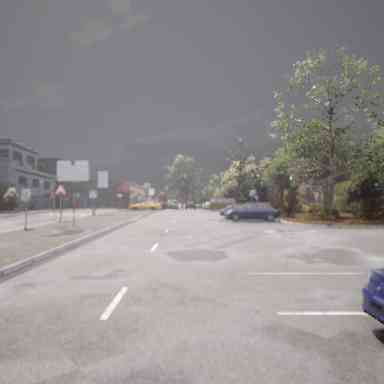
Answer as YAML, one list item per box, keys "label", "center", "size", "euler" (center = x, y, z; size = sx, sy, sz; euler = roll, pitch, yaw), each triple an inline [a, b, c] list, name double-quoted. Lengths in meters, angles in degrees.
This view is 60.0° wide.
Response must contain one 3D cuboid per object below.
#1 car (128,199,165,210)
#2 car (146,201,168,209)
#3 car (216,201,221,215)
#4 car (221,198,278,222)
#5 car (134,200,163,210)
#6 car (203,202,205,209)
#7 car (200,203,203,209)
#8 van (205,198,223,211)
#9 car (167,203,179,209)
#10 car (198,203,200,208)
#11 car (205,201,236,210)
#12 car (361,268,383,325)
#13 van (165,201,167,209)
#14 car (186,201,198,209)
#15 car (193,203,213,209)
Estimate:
- label: "car"
  center: [-7.558, 2.233, 53.875]
  size: [5.366, 1.575, 1.946]
  euler: [0, -2, 0]
- label: "car"
  center: [-7.532, 2.759, 71.967]
  size: [4.553, 1.767, 2.185]
  euler: [0, -2, -1]
- label: "car"
  center: [5.048, 1.888, 32.543]
  size: [4.674, 1.452, 2.002]
  euler: [0, -1, 0]
- label: "car"
  center: [5.121, 1.685, 29.375]
  size: [4.553, 1.767, 2.185]
  euler: [0, -1, 0]
- label: "car"
  center: [-7.367, 2.194, 56.797]
  size: [4.553, 1.767, 2.185]
  euler: [0, -2, 0]
- label: "car"
  center: [5.061, 2.300, 56.128]
  size: [5.366, 1.575, 1.946]
  euler: [0, -2, 0]
- label: "car"
  center: [4.776, 2.331, 64.508]
  size: [5.566, 2.045, 2.435]
  euler: [0, -2, -1]
- label: "van"
  center: [4.783, 1.998, 53.339]
  size: [4.442, 1.987, 1.878]
  euler: [0, -2, 0]
- label: "car"
  center: [-3.557, 2.671, 63.536]
  size: [1.895, 1.301, 4.718]
  euler: [0, -2, 0]
- label: "car"
  center: [4.704, 2.552, 69.966]
  size: [5.566, 2.045, 2.435]
  euler: [0, -2, -1]
- label: "car"
  center: [5.039, 2.382, 58.788]
  size: [5.366, 1.575, 1.946]
  euler: [0, -2, 0]
- label: "car"
  center: [5.083, 1.578, 5.038]
  size: [4.674, 1.452, 2.002]
  euler: [0, -1, 0]
- label: "van"
  center: [-7.308, 2.192, 59.836]
  size: [4.442, 1.987, 1.878]
  euler: [0, -2, -1]
- label: "car"
  center: [-0.279, 2.566, 63.306]
  size: [1.837, 1.490, 4.892]
  euler: [0, -2, -1]
- label: "car"
  center: [2.714, 3.377, 80.357]
  size: [4.718, 1.301, 1.895]
  euler: [3, -4, -40]
